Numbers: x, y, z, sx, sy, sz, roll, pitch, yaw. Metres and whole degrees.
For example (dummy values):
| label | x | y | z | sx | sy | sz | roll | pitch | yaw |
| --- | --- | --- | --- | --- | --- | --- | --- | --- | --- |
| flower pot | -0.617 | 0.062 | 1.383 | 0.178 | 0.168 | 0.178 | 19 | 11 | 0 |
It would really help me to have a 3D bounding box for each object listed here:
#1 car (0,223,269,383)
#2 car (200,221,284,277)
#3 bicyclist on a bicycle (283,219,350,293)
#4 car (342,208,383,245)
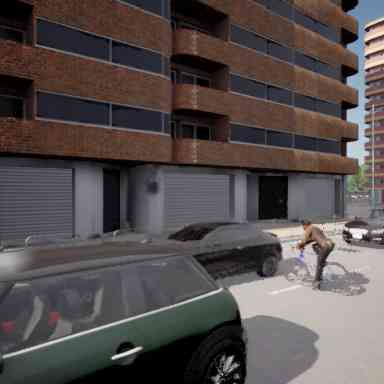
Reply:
| label | x | y | z | sx | sy | sz | roll | pitch | yaw |
| --- | --- | --- | --- | --- | --- | --- | --- | --- | --- |
| car | -1.572 | 1.352 | 3.062 | 4.553 | 1.767 | 2.097 | 0 | 0 | -41 |
| car | 0.452 | 1.526 | 8.672 | 4.674 | 1.442 | 1.812 | 0 | 0 | -36 |
| bicyclist on a bicycle | 2.821 | 1.456 | 7.730 | 0.582 | 1.620 | 1.656 | 0 | -2 | -41 |
| car | 8.523 | 1.492 | 14.591 | 4.902 | 1.511 | 2.128 | 0 | 0 | -36 |
